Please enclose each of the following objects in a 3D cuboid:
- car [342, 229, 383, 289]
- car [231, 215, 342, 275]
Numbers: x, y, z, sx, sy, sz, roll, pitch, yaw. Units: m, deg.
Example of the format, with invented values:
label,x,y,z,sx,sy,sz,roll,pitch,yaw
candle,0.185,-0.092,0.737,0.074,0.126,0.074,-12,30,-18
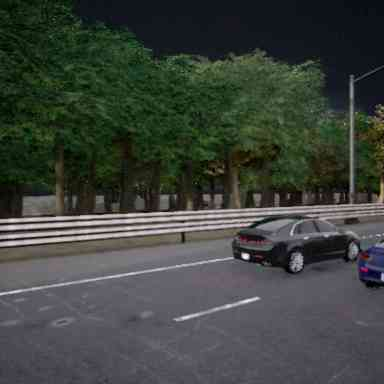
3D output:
label,x,y,z,sx,sy,sz,roll,pitch,yaw
car,5.734,1.521,7.846,4.674,1.442,1.812,0,0,-36
car,3.427,1.501,10.504,4.892,1.490,1.837,0,0,-36
